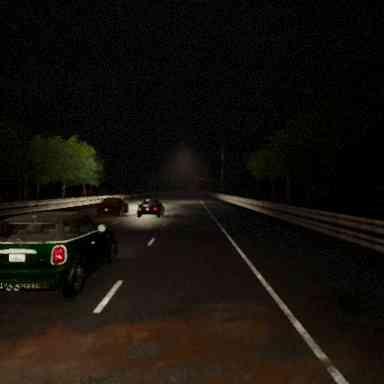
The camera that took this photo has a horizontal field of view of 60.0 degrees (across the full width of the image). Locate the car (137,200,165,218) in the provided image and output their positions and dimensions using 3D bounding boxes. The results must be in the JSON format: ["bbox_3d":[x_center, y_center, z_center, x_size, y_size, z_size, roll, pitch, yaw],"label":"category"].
[{"bbox_3d":[-3.403,1.350,27.959,2.033,1.411,5.357,0,0,0],"label":"car"}]

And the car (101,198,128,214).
[{"bbox_3d":[-6.904,1.270,29.320,1.882,1.535,5.008,0,0,0],"label":"car"}]

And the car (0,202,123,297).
[{"bbox_3d":[-3.401,1.292,8.597,2.097,1.767,4.553,0,0,0],"label":"car"}]
